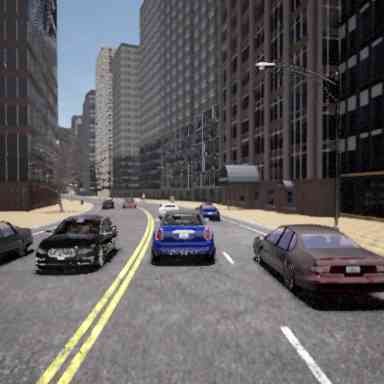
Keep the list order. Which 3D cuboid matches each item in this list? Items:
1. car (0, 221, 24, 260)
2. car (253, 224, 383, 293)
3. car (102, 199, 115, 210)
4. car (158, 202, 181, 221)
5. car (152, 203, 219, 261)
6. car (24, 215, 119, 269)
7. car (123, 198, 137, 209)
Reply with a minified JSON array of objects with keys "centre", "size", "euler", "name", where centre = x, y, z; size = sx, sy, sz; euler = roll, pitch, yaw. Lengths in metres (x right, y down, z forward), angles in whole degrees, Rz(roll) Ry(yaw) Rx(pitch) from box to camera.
[{"centre":[-6.925,1.641,10.623],"size":[2.033,1.411,5.357],"euler":[0,0,-3],"name":"car"},{"centre":[3.097,1.604,9.123],"size":[2.033,1.411,5.357],"euler":[0,0,-2],"name":"car"},{"centre":[-12.976,1.874,51.767],"size":[1.882,1.535,5.008],"euler":[0,0,-14],"name":"car"},{"centre":[-2.118,1.736,30.452],"size":[1.812,1.442,4.674],"euler":[0,0,-8],"name":"car"},{"centre":[-0.381,1.443,12.848],"size":[2.097,1.767,4.553],"euler":[0,0,-3],"name":"car"},{"centre":[-3.753,1.597,11.617],"size":[1.837,1.490,4.892],"euler":[0,0,-3],"name":"car"},{"centre":[-9.945,1.738,53.040],"size":[2.097,1.767,4.553],"euler":[0,0,-14],"name":"car"}]
